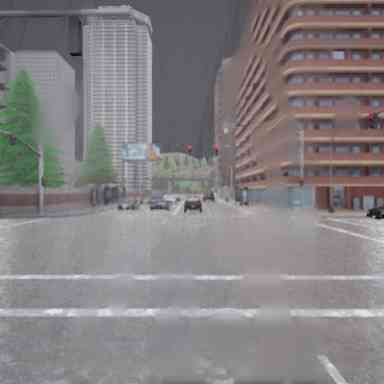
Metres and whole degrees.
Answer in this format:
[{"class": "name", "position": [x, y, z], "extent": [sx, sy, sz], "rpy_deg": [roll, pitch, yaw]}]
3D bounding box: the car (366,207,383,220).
[{"class": "car", "position": [15.713, 1.401, 24.600], "extent": [5.357, 1.411, 2.033], "rpy_deg": [0, 0, -13]}]

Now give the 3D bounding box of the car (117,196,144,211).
[{"class": "car", "position": [-7.082, 1.353, 37.511], "extent": [2.128, 1.511, 4.902], "rpy_deg": [0, 0, 0]}]

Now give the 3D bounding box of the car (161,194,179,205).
[{"class": "car", "position": [-3.551, 1.326, 54.083], "extent": [1.812, 1.442, 4.674], "rpy_deg": [0, 0, 0]}]

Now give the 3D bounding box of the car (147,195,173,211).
[{"class": "car", "position": [-3.580, 1.424, 37.780], "extent": [1.994, 1.385, 4.181], "rpy_deg": [0, 0, 0]}]

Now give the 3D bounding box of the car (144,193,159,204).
[{"class": "car", "position": [-7.059, 1.299, 52.832], "extent": [2.128, 1.511, 4.902], "rpy_deg": [0, 0, 0]}]

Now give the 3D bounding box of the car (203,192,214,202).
[{"class": "car", "position": [3.520, 0.962, 69.919], "extent": [2.150, 2.045, 5.566], "rpy_deg": [0, 0, 0]}]

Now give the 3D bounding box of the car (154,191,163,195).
[{"class": "car", "position": [-6.981, 0.974, 68.551], "extent": [2.150, 2.045, 5.566], "rpy_deg": [0, 0, 0]}]

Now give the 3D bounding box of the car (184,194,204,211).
[{"class": "car", "position": [0.111, 1.339, 37.637], "extent": [1.882, 1.535, 5.008], "rpy_deg": [0, 0, 0]}]
